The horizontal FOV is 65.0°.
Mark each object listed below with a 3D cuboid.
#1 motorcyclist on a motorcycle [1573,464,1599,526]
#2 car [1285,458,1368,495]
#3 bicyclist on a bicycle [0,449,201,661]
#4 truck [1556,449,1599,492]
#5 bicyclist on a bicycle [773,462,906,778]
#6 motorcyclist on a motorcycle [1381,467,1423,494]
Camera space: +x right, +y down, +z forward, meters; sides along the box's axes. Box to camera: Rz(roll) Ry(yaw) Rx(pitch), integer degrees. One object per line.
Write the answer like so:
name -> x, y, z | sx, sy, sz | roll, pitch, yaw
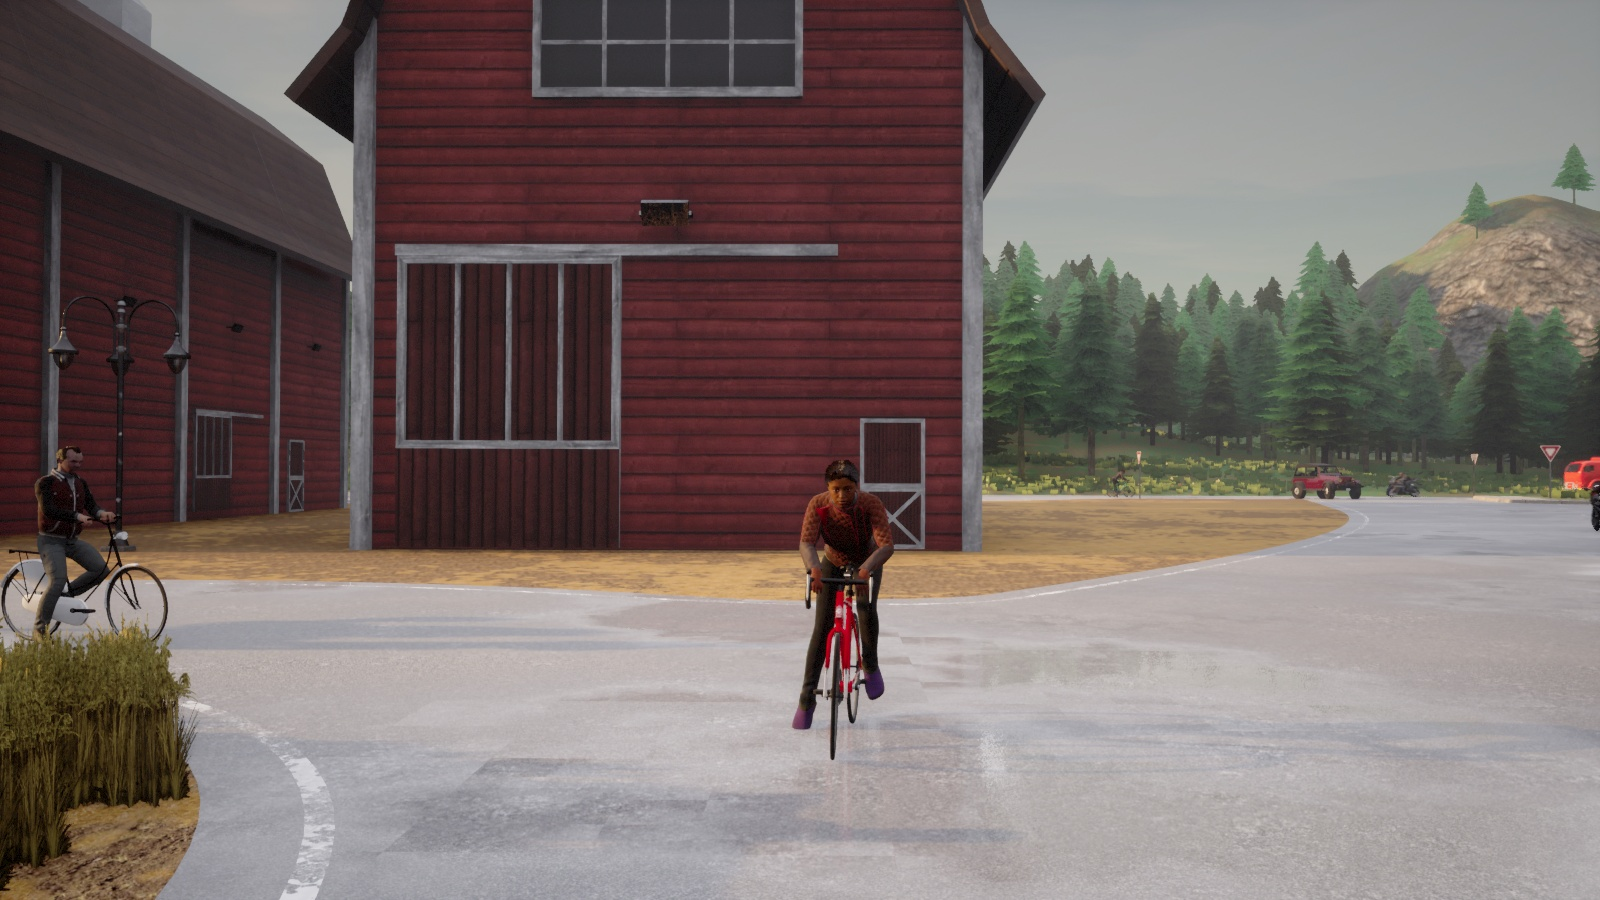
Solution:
motorcyclist on a motorcycle -> 20.164, 1.126, 31.289 | 0.797, 1.523, 2.044 | 1, 0, 9
car -> 27.266, 1.387, 65.200 | 1.905, 1.878, 3.866 | 0, -2, -17
bicyclist on a bicycle -> -6.310, 0.897, 11.119 | 1.843, 1.776, 0.659 | -1, -1, 16
truck -> 48.032, 1.256, 74.160 | 5.204, 2.467, 2.627 | 1, -1, 2
bicyclist on a bicycle -> 0.272, 0.881, 7.307 | 0.582, 1.620, 1.656 | 0, -1, 8
motorcyclist on a motorcycle -> 35.470, 1.786, 74.001 | 2.191, 1.530, 0.866 | 0, 0, -12
